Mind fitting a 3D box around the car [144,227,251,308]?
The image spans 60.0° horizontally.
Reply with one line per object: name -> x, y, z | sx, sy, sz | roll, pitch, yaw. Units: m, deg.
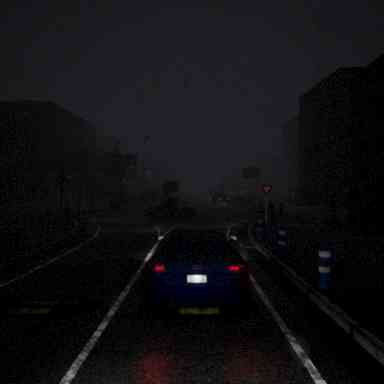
car -> 0.122, 1.498, 7.674 | 1.994, 1.385, 4.181 | 0, -1, 1

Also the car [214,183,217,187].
car -> 8.192, -0.741, 77.823 | 4.892, 1.521, 2.231 | 0, 2, -1

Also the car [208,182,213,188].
car -> 8.033, -1.452, 91.590 | 5.566, 2.045, 2.435 | 0, 2, -1

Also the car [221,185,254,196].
car -> 8.173, 0.049, 58.545 | 5.366, 1.575, 1.946 | 0, 3, -1

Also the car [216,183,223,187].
car -> 8.314, -0.561, 66.797 | 5.566, 2.045, 2.435 | 0, 2, -1

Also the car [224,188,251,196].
car -> 8.338, -0.032, 61.304 | 4.674, 1.452, 2.002 | 0, 2, -1

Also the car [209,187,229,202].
car -> 3.903, 0.545, 48.675 | 1.837, 1.490, 4.892 | 0, 3, 0

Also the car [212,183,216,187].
car -> 8.142, -0.936, 83.331 | 5.008, 1.535, 2.097 | 0, 2, -1

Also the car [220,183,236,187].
car -> 8.278, -0.318, 64.049 | 4.553, 1.767, 2.185 | 0, 2, -1
